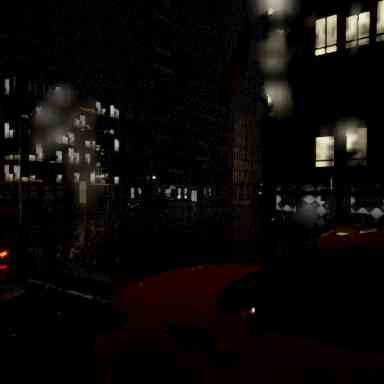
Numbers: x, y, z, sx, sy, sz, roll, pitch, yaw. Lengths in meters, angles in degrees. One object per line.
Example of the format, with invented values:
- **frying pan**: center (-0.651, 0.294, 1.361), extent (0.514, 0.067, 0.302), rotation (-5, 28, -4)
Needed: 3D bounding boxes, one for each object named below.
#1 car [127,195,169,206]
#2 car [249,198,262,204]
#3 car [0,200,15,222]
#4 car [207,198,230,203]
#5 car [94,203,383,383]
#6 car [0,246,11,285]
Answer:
- **car**: center (-5.023, 1.337, 39.071), extent (2.150, 2.045, 5.566), rotation (1, 0, 37)
- **car**: center (11.548, 1.793, 56.003), extent (2.033, 1.411, 5.357), rotation (1, 0, 37)
- **car**: center (-15.714, 1.384, 24.535), extent (2.097, 1.767, 4.553), rotation (1, 0, 35)
- **car**: center (4.131, 1.676, 51.323), extent (2.128, 1.511, 4.902), rotation (1, 0, 37)
- **car**: center (1.707, 1.222, 2.468), extent (5.566, 2.045, 2.150), rotation (0, 0, 35)
- **car**: center (-6.195, 1.522, 8.086), extent (4.674, 1.442, 1.812), rotation (0, 0, 35)
